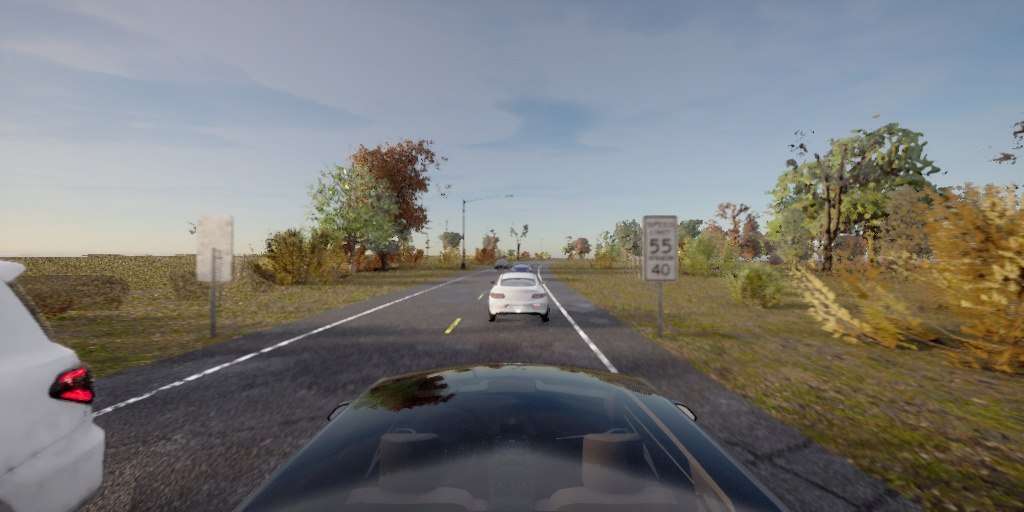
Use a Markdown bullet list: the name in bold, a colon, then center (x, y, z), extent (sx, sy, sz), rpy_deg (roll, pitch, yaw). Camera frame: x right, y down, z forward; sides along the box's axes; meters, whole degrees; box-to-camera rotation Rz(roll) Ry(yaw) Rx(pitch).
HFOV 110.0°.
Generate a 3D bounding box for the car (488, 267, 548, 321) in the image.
- **car**: center (0.212, 1.278, 12.347), extent (1.812, 1.442, 4.674), rpy_deg (0, 0, 1)

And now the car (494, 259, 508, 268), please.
- **car**: center (-1.480, 1.251, 51.775), extent (1.837, 1.490, 4.892), rpy_deg (0, 0, 5)

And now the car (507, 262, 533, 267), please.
- **car**: center (0.840, 1.275, 31.013), extent (1.812, 1.442, 4.674), rpy_deg (0, 0, 3)
